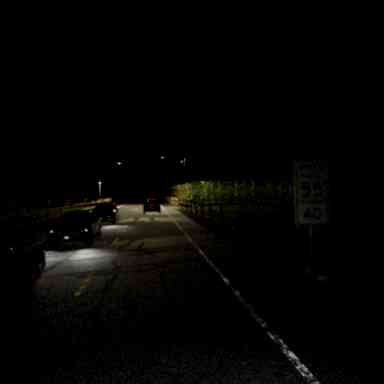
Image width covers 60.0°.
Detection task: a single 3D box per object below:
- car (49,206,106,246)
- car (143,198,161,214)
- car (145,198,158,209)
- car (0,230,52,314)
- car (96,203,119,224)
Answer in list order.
[{"bbox_3d":[-5.513,1.633,16.093,1.812,1.442,4.674,-1,0,-8],"label":"car"},{"bbox_3d":[-4.484,1.570,37.279,1.882,1.535,5.008,-1,0,-7],"label":"car"},{"bbox_3d":[-6.138,1.661,50.276,1.812,1.442,4.674,-1,0,-7],"label":"car"},{"bbox_3d":[-4.237,1.682,5.884,1.895,1.301,4.718,-1,0,-7],"label":"car"},{"bbox_3d":[-6.777,1.636,26.020,1.837,1.490,4.892,-1,1,-7],"label":"car"}]
